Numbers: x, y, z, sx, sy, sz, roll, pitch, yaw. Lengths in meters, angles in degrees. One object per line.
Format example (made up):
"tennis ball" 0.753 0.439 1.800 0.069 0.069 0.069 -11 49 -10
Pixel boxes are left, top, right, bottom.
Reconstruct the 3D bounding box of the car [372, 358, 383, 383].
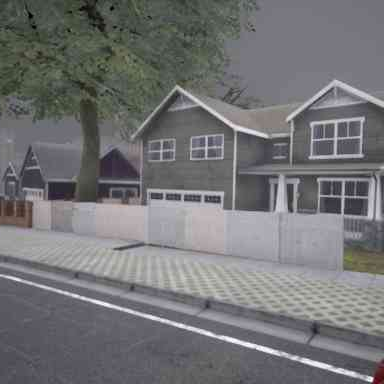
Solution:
"car" 3.473 1.480 1.230 5.008 1.535 1.882 0 0 34
